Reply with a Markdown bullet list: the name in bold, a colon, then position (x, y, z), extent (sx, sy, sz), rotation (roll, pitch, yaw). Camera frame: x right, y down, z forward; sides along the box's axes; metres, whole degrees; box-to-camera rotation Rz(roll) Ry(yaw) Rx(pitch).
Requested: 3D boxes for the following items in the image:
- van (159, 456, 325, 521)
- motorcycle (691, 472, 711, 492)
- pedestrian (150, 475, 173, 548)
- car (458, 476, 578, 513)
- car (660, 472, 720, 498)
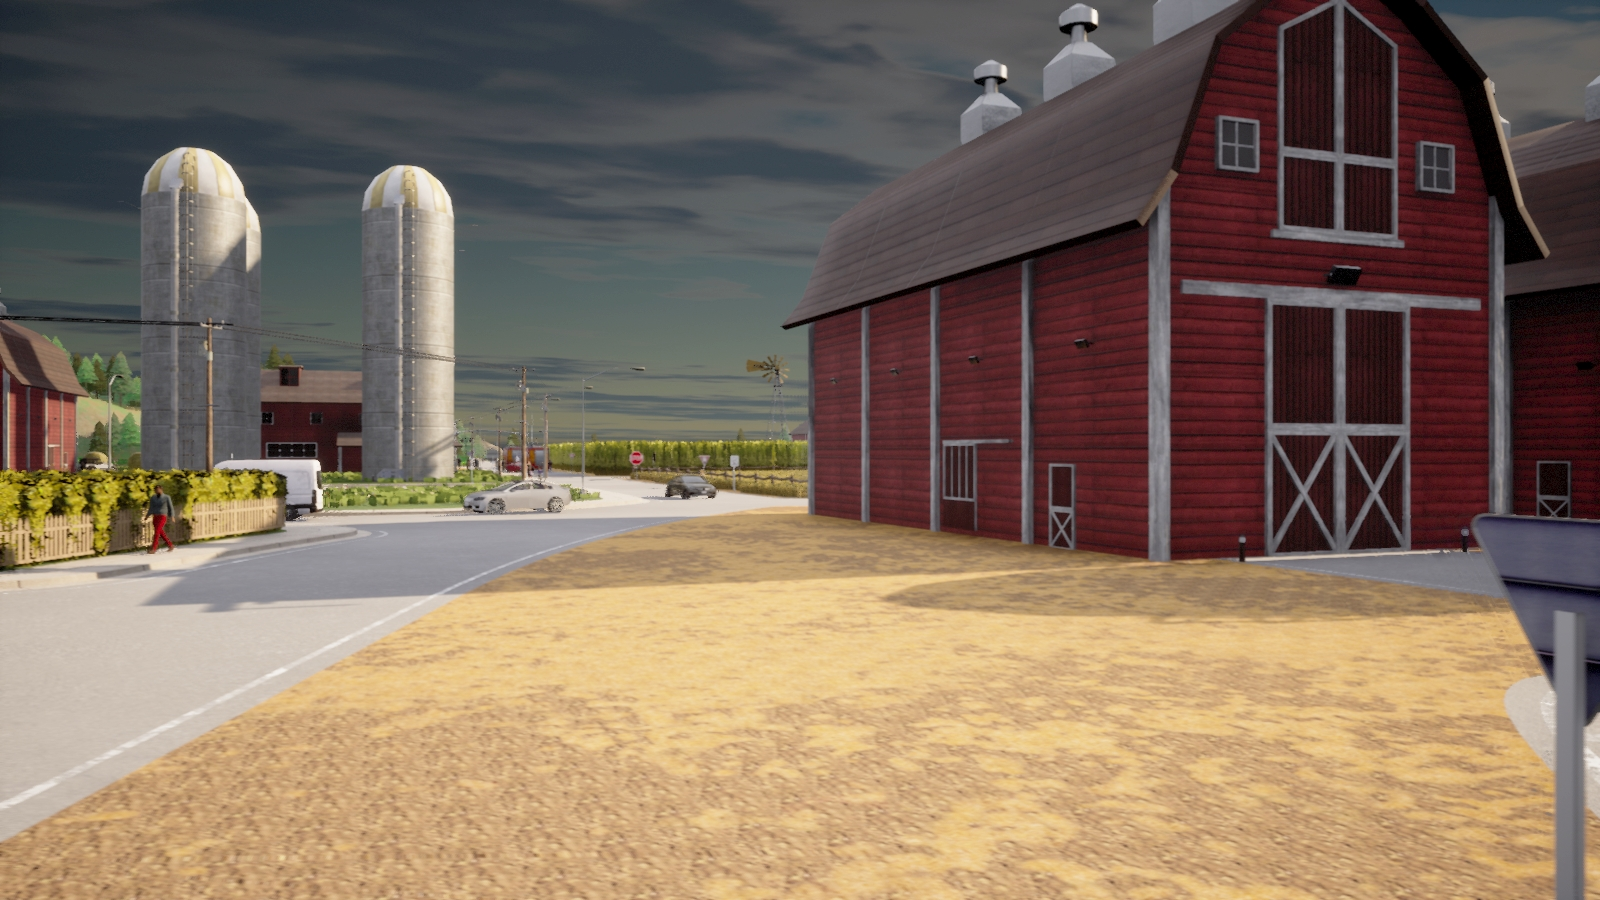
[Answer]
- **van**: position (-22.997, 1.549, 47.334), extent (5.915, 2.561, 1.988), rotation (0, 0, -16)
- **motorcycle**: position (-6.810, 2.177, 78.594), extent (0.764, 1.307, 2.356), rotation (0, 0, -21)
- **pedestrian**: position (-16.332, 1.563, 29.234), extent (0.375, 1.860, 0.375), rotation (0, 0, 4)
- **car**: position (-12.808, 1.995, 52.037), extent (4.902, 1.511, 2.128), rotation (0, 0, -38)
- **car**: position (-6.716, 2.096, 69.303), extent (2.002, 1.442, 4.674), rotation (0, 0, -28)
